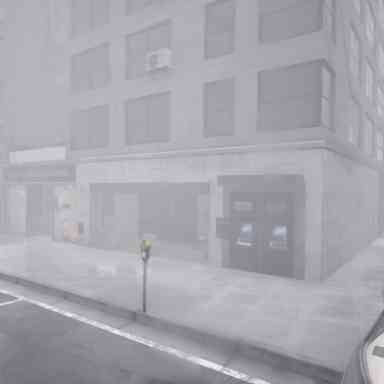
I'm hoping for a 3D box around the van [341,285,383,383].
[{"bbox_3d":[2.592,1.342,1.095,3.998,1.788,1.690,0,1,36],"label":"van"}]
